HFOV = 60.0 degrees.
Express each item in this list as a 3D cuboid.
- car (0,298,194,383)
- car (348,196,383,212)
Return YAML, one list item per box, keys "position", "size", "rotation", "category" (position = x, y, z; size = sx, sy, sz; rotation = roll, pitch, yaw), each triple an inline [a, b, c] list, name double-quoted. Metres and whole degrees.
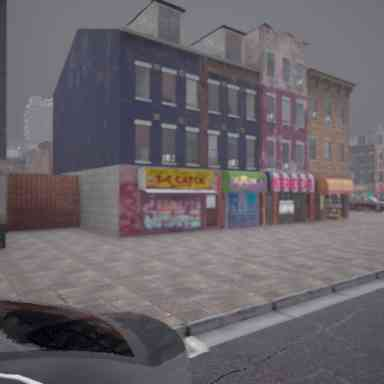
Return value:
- position: [-2.168, 1.504, 1.527]
  size: [4.892, 1.490, 1.837]
  rotation: [0, 0, -36]
  category: "car"
- position: [20.463, 1.431, 38.814]
  size: [2.192, 1.841, 5.009]
  rotation: [0, 0, -36]
  category: "car"
